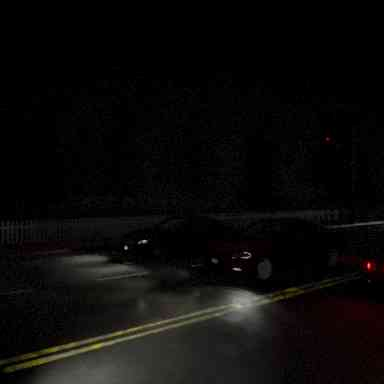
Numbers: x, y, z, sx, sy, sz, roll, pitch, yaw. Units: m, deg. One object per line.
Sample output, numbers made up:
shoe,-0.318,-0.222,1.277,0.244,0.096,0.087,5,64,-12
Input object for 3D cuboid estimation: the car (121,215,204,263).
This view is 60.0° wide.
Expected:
car,-0.285,1.591,12.371,4.674,1.442,1.812,1,0,-36

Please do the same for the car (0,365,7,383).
car,-3.386,1.505,1.354,4.674,1.442,1.812,0,0,-36

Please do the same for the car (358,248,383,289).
car,6.158,1.694,8.149,4.718,1.301,1.895,1,0,-35

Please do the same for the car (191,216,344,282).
car,2.625,1.554,10.167,5.008,1.535,1.882,1,0,-36
